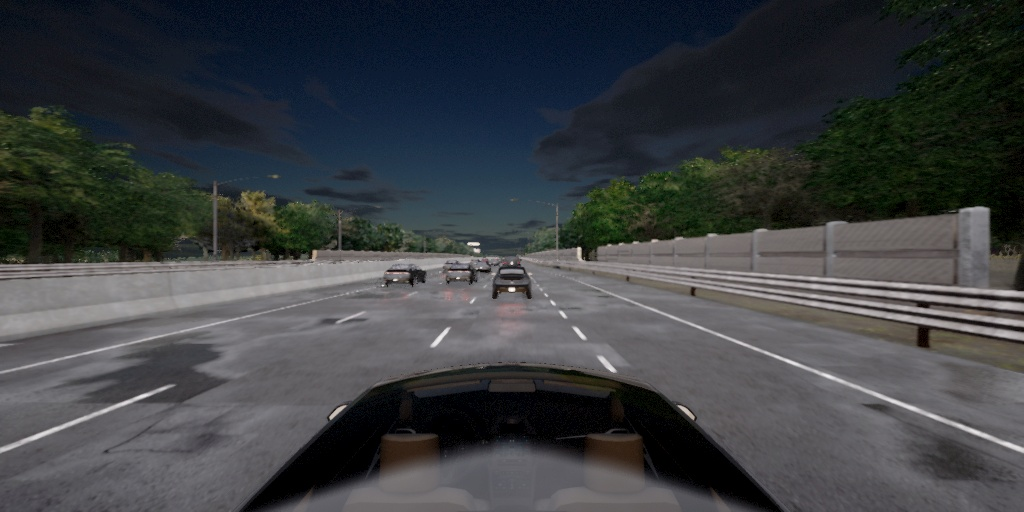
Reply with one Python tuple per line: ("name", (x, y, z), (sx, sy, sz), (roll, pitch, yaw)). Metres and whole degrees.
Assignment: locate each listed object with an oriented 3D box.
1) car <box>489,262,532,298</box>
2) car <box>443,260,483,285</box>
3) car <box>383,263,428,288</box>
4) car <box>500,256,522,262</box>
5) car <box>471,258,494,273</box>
("car", (-0.006, 1.258, 18.597), (1.837, 1.490, 4.892), (0, 0, 0))
("car", (-3.510, 1.238, 25.794), (2.128, 1.511, 4.902), (0, 0, 0))
("car", (-7.008, 1.240, 23.994), (2.128, 1.511, 4.902), (0, 0, 0))
("car", (-0.016, 0.963, 42.945), (2.150, 2.045, 5.566), (0, 0, 0))
("car", (-3.515, 1.305, 42.864), (1.994, 1.385, 4.181), (0, 0, 0))
